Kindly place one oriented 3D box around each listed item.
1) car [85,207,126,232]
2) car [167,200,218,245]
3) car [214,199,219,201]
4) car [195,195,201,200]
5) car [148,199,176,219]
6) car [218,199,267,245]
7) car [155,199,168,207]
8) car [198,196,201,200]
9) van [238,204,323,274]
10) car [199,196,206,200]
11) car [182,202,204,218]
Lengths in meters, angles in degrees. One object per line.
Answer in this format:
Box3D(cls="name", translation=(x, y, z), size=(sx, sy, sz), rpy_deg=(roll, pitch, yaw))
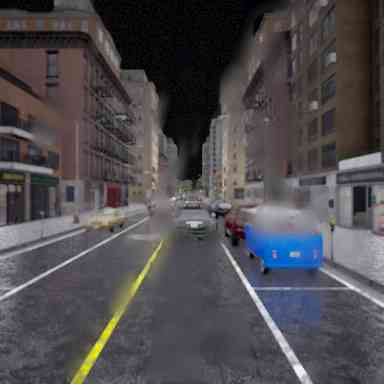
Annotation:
Box3D(cls="car", translation=(-5.401, 1.667, 21.174), size=(1.752, 1.417, 4.829), rpy_deg=(0, 0, 0))
Box3D(cls="car", translation=(0.094, 1.461, 16.210), size=(2.097, 1.767, 4.553), rpy_deg=(0, 0, 0))
Box3D(cls="car", translation=(3.013, 1.680, 30.558), size=(1.882, 1.535, 5.008), rpy_deg=(0, 0, 0))
Box3D(cls="car", translation=(2.632, 2.158, 91.469), size=(2.008, 1.369, 4.403), rpy_deg=(0, 0, 0))
Box3D(cls="car", translation=(-2.849, 1.688, 31.678), size=(1.882, 1.535, 5.008), rpy_deg=(0, 0, 0))
Box3D(cls="car", translation=(2.683, 1.422, 15.941), size=(2.192, 1.841, 5.009), rpy_deg=(0, 0, 0))
Box3D(cls="car", translation=(-5.393, 1.943, 59.186), size=(2.008, 1.369, 4.403), rpy_deg=(0, 0, 0))
Box3D(cls="car", translation=(2.636, 1.979, 64.594), size=(2.008, 1.369, 4.403), rpy_deg=(0, 0, 0))
Box3D(cls="van", translation=(2.689, 1.412, 10.534), size=(1.690, 1.788, 3.998), rpy_deg=(0, 0, 0))
Box3D(cls="car", translation=(2.641, 1.919, 59.358), size=(1.752, 1.417, 4.829), rpy_deg=(0, 0, 0))
Box3D(cls="car", translation=(0.096, 1.784, 33.114), size=(1.994, 1.385, 4.181), rpy_deg=(0, 0, 0))
